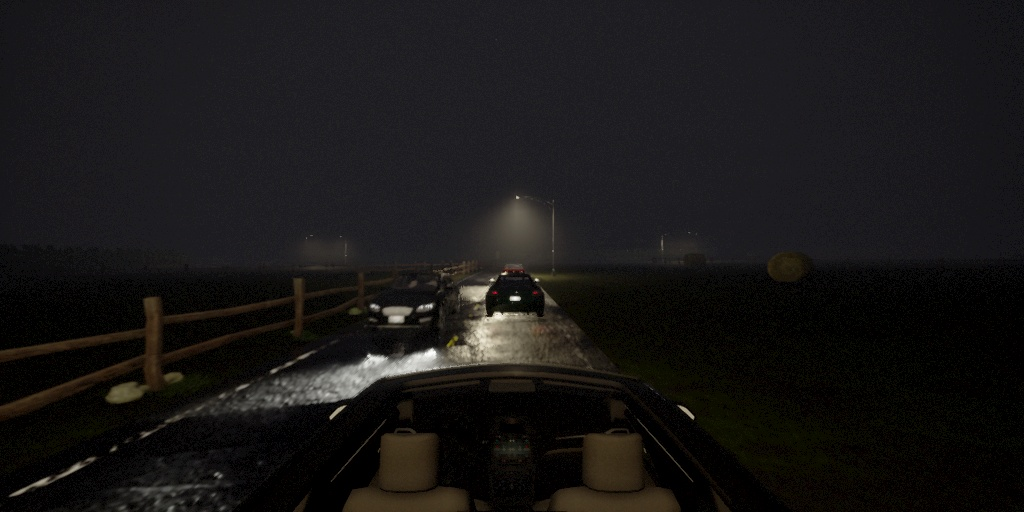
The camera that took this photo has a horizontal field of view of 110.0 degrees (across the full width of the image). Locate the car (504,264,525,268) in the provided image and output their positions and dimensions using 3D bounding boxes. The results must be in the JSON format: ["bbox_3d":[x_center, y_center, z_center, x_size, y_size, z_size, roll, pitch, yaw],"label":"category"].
[{"bbox_3d":[0.185,1.348,31.543,1.895,1.301,4.718,0,0,1],"label":"car"}]

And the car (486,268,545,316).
[{"bbox_3d":[0.099,1.312,13.312,1.994,1.385,4.181,0,0,0],"label":"car"}]

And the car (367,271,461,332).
[{"bbox_3d":[-2.748,1.241,10.967,2.128,1.511,4.902,0,0,0],"label":"car"}]
